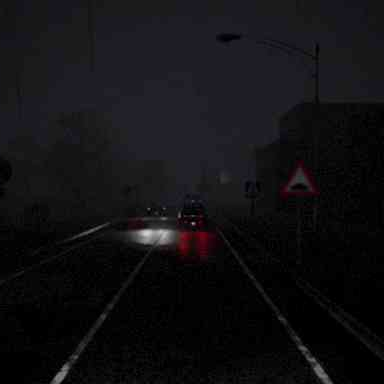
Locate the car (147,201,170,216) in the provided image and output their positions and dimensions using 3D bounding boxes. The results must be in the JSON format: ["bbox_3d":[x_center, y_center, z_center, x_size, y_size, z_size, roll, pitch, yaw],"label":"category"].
[{"bbox_3d":[-3.278,1.616,32.835,1.895,1.301,4.718,0,0,0],"label":"car"}]

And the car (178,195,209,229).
[{"bbox_3d":[0.080,1.415,22.268,2.128,1.511,4.902,0,6,0],"label":"car"}]
